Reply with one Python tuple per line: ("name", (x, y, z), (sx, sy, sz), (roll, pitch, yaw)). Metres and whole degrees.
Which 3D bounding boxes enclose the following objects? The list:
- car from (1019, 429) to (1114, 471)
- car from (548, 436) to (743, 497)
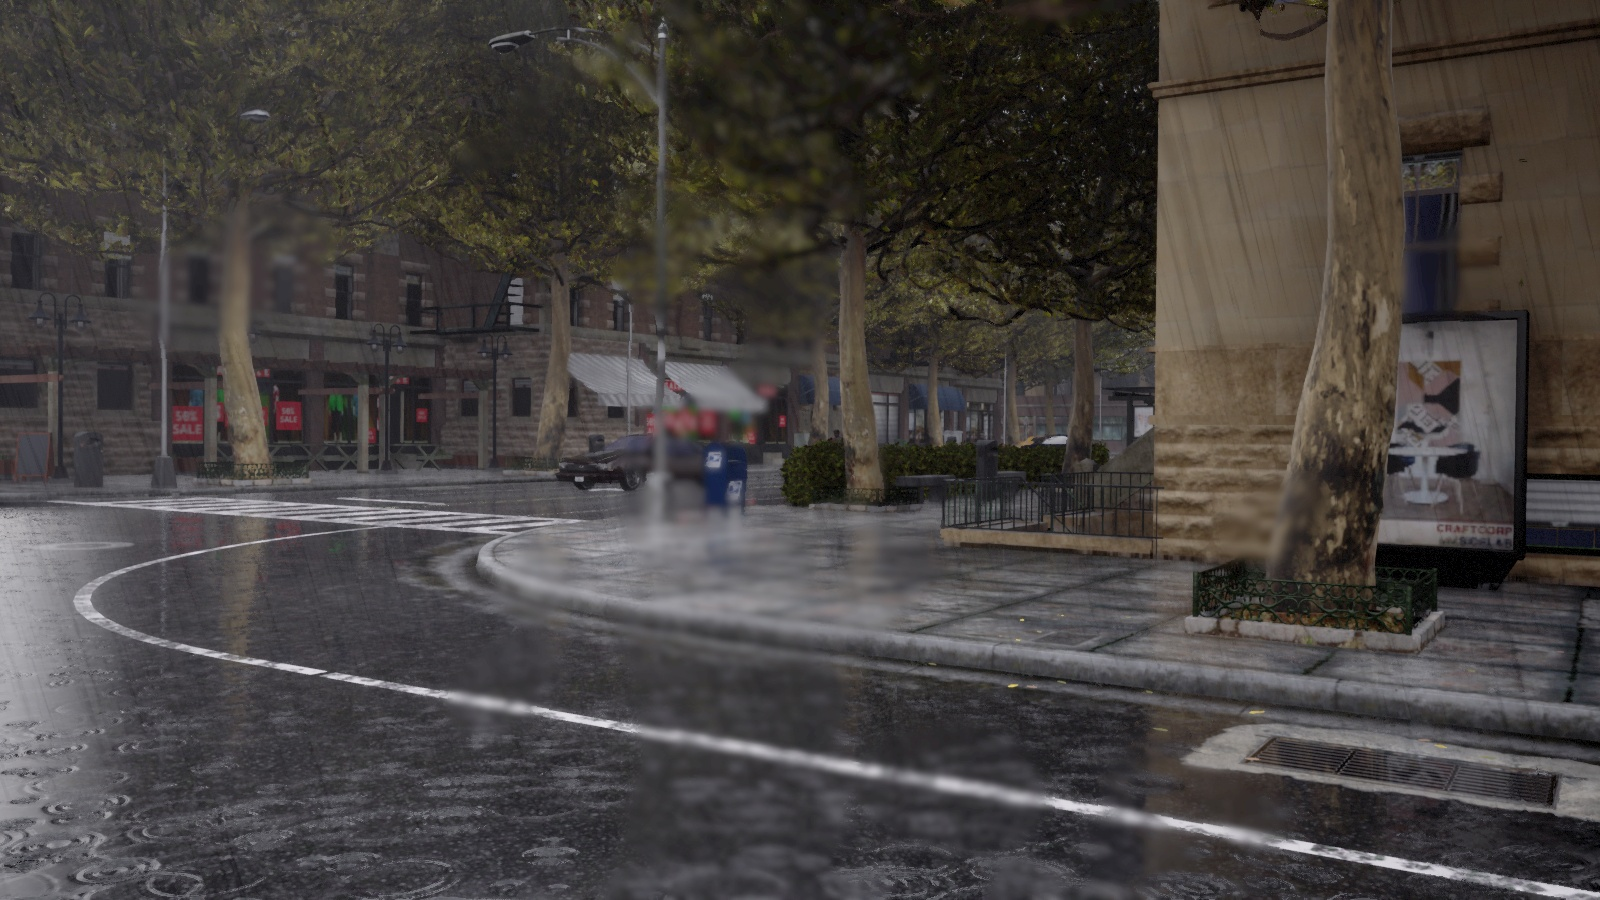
("car", (10.206, -0.036, 47.799), (1.882, 1.535, 5.008), (0, 1, 33))
("car", (-3.879, 0.368, 32.640), (2.033, 1.411, 5.357), (0, 1, 33))
